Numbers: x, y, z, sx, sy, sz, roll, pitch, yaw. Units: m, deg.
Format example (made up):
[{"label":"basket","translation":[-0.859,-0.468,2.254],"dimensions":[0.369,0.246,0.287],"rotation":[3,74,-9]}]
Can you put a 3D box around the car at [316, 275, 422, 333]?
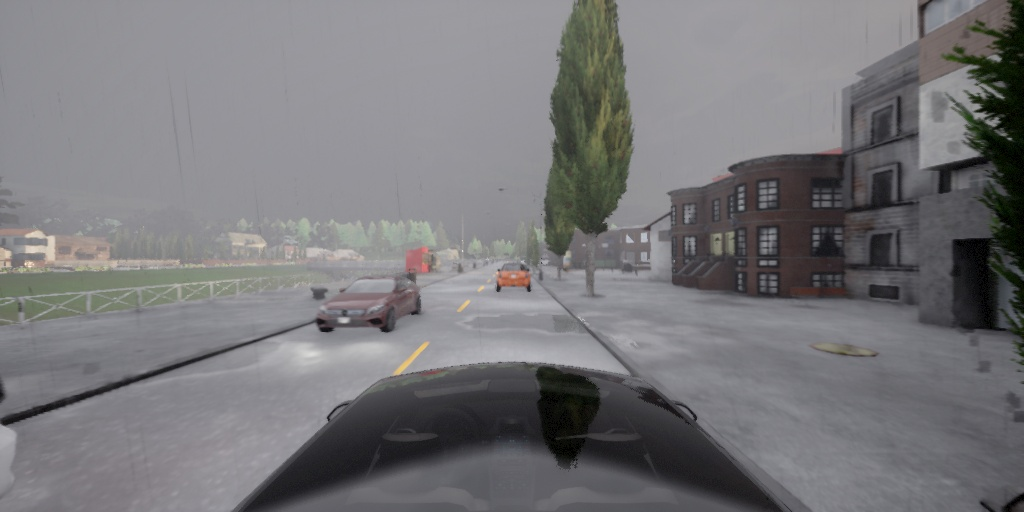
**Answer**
[{"label":"car","translation":[-4.090,1.322,11.074],"dimensions":[1.812,1.442,4.674],"rotation":[0,0,0]}]

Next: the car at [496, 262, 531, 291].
[{"label":"car","translation":[0.096,1.206,23.000],"dimensions":[2.097,1.767,4.553],"rotation":[0,0,0]}]
